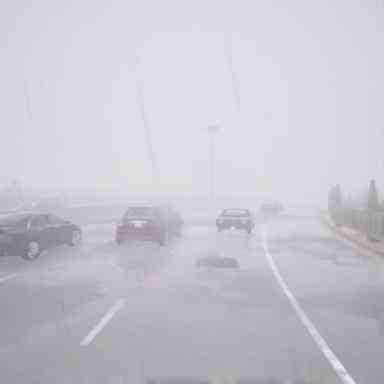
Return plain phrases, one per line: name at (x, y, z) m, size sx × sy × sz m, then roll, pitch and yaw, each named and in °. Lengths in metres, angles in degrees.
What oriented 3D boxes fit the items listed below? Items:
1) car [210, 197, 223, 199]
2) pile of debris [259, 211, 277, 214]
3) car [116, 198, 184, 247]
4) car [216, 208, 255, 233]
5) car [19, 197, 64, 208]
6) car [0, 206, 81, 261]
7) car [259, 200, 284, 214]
car at (3.988, 1.551, 56.513) m, size 2.033 × 1.411 × 5.357 m, roll 0°, pitch 0°, yaw 33°
pile of debris at (8.189, 2.204, 35.812) m, size 1.500 × 0.140 × 1.860 m, roll 0°, pitch 0°, yaw 25°
car at (-1.767, 1.340, 15.331) m, size 2.097 × 1.767 × 4.553 m, roll 0°, pitch 0°, yaw 10°
car at (2.701, 1.608, 19.746) m, size 1.895 × 1.301 × 4.718 m, roll 0°, pitch 0°, yaw 14°
car at (-15.173, 1.272, 33.629) m, size 2.097 × 1.767 × 4.553 m, roll 0°, pitch 0°, yaw 19°
car at (-5.829, 1.474, 12.224) m, size 1.837 × 1.490 × 4.892 m, roll 0°, pitch 0°, yaw 8°
car at (8.744, 1.554, 36.433) m, size 1.812 × 1.442 × 4.674 m, roll 1°, pitch 0°, yaw 25°
